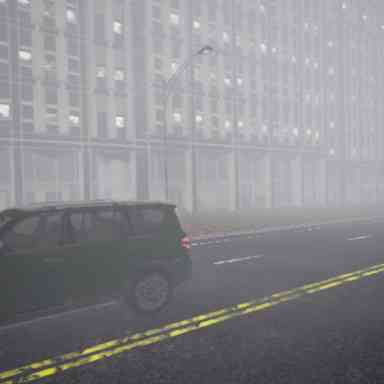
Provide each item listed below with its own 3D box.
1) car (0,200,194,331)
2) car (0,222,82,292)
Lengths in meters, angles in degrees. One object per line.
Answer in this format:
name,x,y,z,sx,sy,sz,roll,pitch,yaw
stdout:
car,-2.568,1.206,5.845,5.566,2.045,2.150,-1,1,-35
car,-5.289,1.599,7.897,4.718,1.301,1.895,-1,1,-35
